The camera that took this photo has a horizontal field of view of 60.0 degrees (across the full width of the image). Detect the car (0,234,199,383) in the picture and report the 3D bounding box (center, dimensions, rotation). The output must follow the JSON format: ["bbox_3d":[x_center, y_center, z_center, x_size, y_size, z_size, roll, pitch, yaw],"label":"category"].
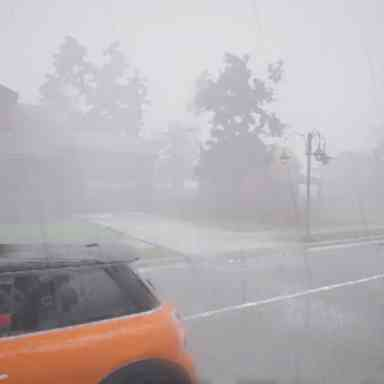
[{"bbox_3d":[-2.292,1.305,2.870,4.553,1.767,2.097,1,0,-26],"label":"car"}]
